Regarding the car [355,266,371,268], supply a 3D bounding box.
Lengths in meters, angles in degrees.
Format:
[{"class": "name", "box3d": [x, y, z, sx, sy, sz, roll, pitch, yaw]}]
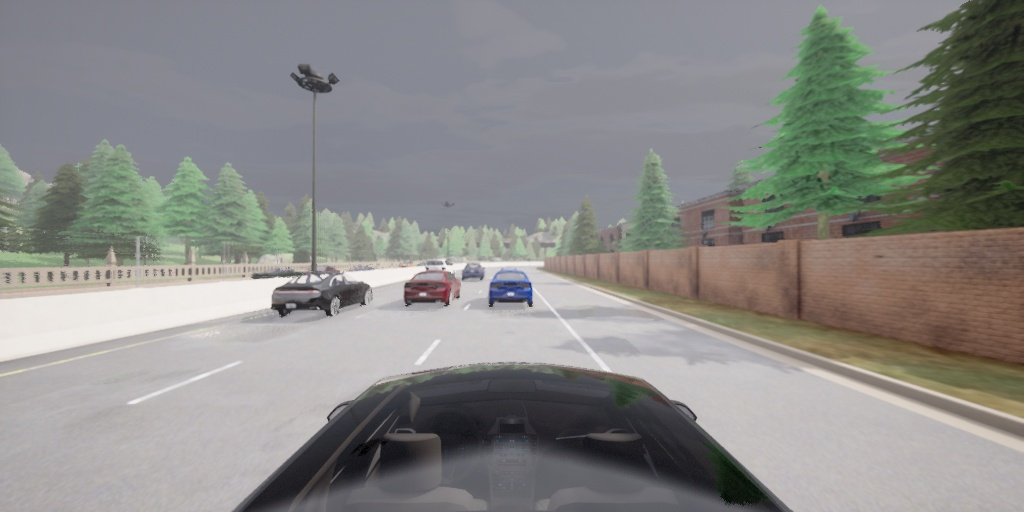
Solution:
[{"class": "car", "box3d": [-14.457, 1.682, 34.309, 2.033, 1.411, 5.357, 0, -1, -1]}]

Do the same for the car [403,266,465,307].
[{"class": "car", "box3d": [-3.567, 1.403, 16.755, 1.882, 1.535, 5.008, 0, 0, -1]}]

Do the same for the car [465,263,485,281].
[{"class": "car", "box3d": [-3.780, 1.497, 35.971, 2.097, 1.767, 4.553, 0, -1, -1]}]

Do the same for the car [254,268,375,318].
[{"class": "car", "box3d": [-7.041, 1.387, 13.817, 2.128, 1.511, 4.902, 0, 0, 0]}]

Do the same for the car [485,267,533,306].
[{"class": "car", "box3d": [-0.067, 1.400, 16.797, 1.882, 1.535, 5.008, 0, 0, -1]}]

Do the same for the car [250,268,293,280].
[{"class": "car", "box3d": [-21.440, 1.724, 32.802, 1.895, 1.301, 4.718, 0, -1, -1]}]

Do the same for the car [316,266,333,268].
[{"class": "car", "box3d": [-17.949, 1.657, 33.760, 1.812, 1.442, 4.674, 0, -1, -1]}]

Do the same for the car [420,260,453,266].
[{"class": "car", "box3d": [-7.281, 1.373, 36.187, 2.150, 2.045, 5.566, 0, -1, -1]}]
